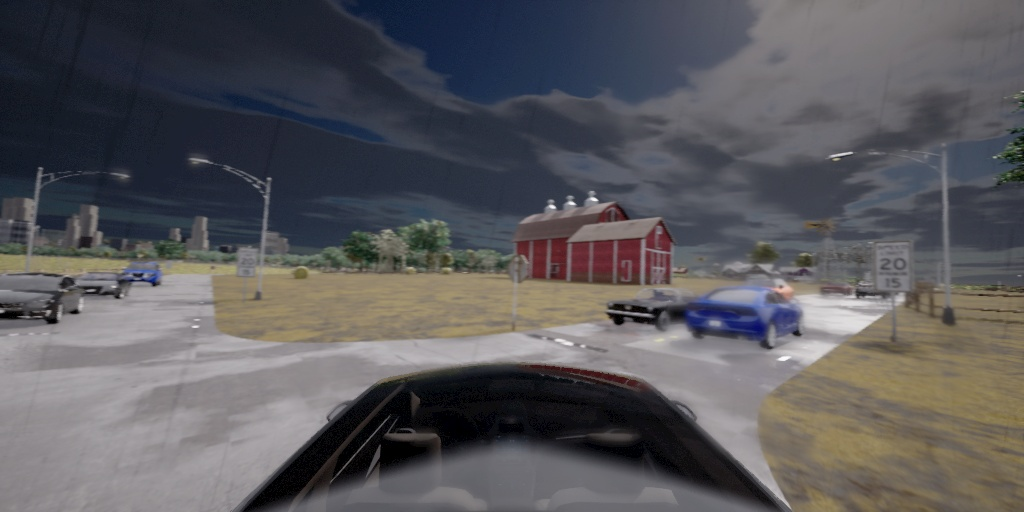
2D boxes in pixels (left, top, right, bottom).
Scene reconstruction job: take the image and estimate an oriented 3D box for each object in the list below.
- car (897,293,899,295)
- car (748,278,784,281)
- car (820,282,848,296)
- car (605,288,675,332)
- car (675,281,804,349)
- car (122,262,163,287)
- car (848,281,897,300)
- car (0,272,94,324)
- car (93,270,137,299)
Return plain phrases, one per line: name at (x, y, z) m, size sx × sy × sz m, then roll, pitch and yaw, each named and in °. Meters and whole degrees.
car at (38.843, 3.340, 37.376) m, size 4.674 × 1.442 × 1.812 m, roll 3°, pitch -3°, yaw -40°
car at (14.379, 2.029, 20.545) m, size 4.553 × 1.767 × 2.097 m, roll 3°, pitch -3°, yaw -40°
car at (31.465, 3.163, 34.787) m, size 4.718 × 1.301 × 1.895 m, roll 3°, pitch -3°, yaw -40°
car at (5.448, 1.828, 13.026) m, size 4.718 × 1.301 × 1.895 m, roll 3°, pitch -3°, yaw -40°
car at (6.997, 1.635, 10.610) m, size 5.008 × 1.535 × 1.882 m, roll 3°, pitch -3°, yaw -40°
car at (-32.079, 1.565, 31.202) m, size 2.150 × 2.045 × 5.566 m, roll 6°, pitch -5°, yaw -40°
car at (30.614, 2.856, 30.402) m, size 4.902 × 1.511 × 2.128 m, roll 3°, pitch -3°, yaw -40°
car at (-15.564, 1.304, 11.574) m, size 1.837 × 1.490 × 4.892 m, roll 6°, pitch -5°, yaw -42°
car at (-22.085, 1.565, 19.240) m, size 1.994 × 1.385 × 4.181 m, roll 6°, pitch -5°, yaw -40°
